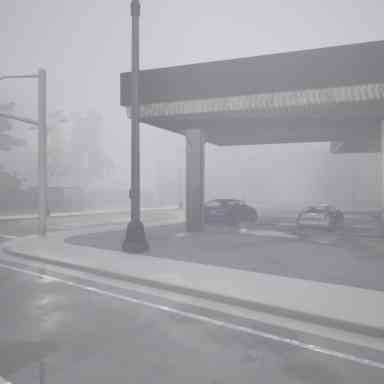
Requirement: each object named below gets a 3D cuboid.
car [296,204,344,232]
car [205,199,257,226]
[{"bbox_3d":[7.722,1.456,19.787,1.970,1.475,3.806,0,0,37],"label":"car"},{"bbox_3d":[2.648,1.295,22.587,2.242,1.667,4.611,0,0,37],"label":"car"}]
